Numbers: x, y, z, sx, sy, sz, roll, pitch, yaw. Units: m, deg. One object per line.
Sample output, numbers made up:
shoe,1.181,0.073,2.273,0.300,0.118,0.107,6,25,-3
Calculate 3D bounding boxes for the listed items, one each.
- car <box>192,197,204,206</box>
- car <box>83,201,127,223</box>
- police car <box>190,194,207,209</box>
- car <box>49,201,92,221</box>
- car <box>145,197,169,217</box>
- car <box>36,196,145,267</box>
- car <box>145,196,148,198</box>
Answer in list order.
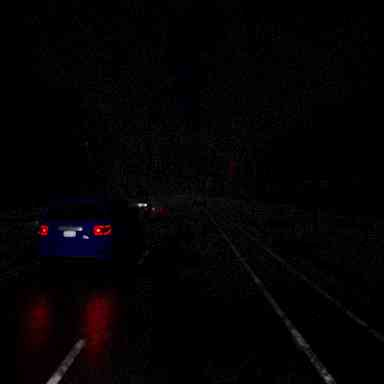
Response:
car,0.968,1.483,54.258,1.812,1.442,4.674,0,0,0
car,-6.604,1.475,25.869,2.033,1.411,5.357,0,0,0
police car,0.969,1.367,44.367,1.930,1.638,5.238,0,0,0
car,-9.852,1.492,27.366,1.994,1.385,4.181,0,0,0
car,-3.156,1.477,29.977,2.033,1.411,5.357,0,0,0
car,-3.153,1.168,11.271,2.150,2.045,5.566,0,0,0
car,-9.761,1.536,67.867,2.128,1.511,4.902,0,0,0
